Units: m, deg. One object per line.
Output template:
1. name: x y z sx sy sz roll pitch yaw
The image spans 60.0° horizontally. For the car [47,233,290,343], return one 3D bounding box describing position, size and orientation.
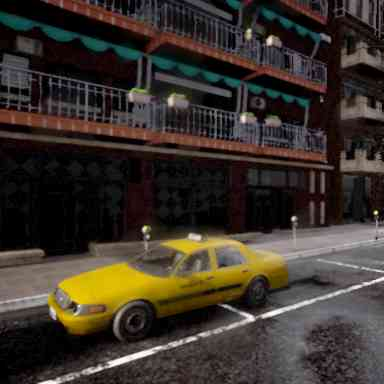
1. car: -0.137 1.529 6.446 4.829 1.417 1.752 0 1 -35
